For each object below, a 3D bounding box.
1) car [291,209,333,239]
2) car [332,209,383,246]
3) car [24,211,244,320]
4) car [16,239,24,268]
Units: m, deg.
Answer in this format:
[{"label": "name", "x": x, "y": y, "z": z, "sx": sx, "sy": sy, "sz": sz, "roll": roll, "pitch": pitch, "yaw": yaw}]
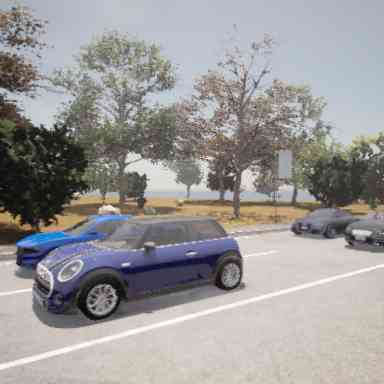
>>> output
[{"label": "car", "x": 7.186, "y": 1.595, "z": 17.646, "sx": 4.181, "sy": 1.385, "sz": 1.994, "roll": 0, "pitch": 0, "yaw": -36}, {"label": "car", "x": 8.497, "y": 1.518, "z": 14.276, "sx": 4.902, "sy": 1.511, "sz": 2.128, "roll": 0, "pitch": 0, "yaw": -36}, {"label": "car", "x": -1.024, "y": 1.356, "z": 7.469, "sx": 4.553, "sy": 1.767, "sz": 2.097, "roll": 0, "pitch": 0, "yaw": -35}, {"label": "car", "x": -2.763, "y": 1.485, "z": 10.543, "sx": 5.008, "sy": 1.535, "sz": 1.882, "roll": 0, "pitch": 0, "yaw": -35}]
